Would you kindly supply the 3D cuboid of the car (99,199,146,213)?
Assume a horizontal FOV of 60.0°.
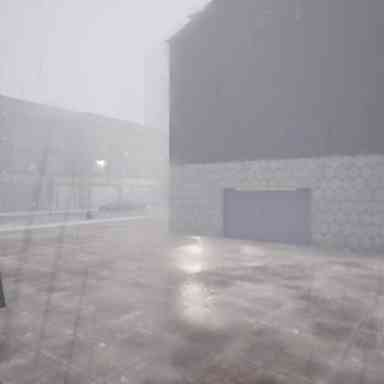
[{"bbox_3d":[-7.269,1.430,35.322,2.033,1.411,5.357,0,0,36],"label":"car"}]
